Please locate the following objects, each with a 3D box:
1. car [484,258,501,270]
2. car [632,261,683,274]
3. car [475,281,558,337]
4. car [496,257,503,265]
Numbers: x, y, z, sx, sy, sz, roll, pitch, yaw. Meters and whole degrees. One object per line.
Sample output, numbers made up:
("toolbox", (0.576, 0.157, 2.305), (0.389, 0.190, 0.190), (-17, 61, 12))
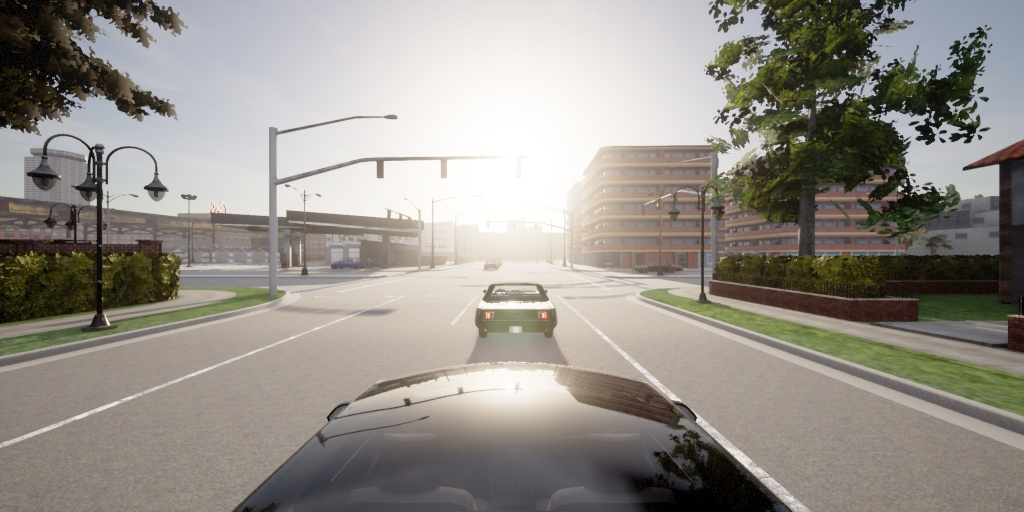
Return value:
("car", (-3.054, 1.351, 52.558), (1.895, 1.301, 4.718), (0, 0, -1))
("car", (16.639, 1.297, 41.043), (5.357, 1.411, 2.033), (0, 0, 1))
("car", (0.098, 1.351, 10.227), (1.895, 1.301, 4.718), (0, 0, 0))
("car", (-3.146, 1.314, 62.473), (1.994, 1.385, 4.181), (0, 0, 0))
